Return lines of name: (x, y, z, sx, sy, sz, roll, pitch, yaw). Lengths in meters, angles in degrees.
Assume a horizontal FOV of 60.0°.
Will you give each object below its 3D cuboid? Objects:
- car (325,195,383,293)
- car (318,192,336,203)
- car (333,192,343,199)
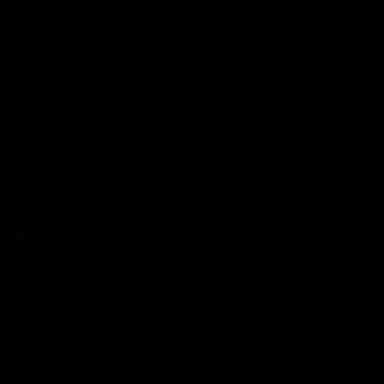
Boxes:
car: (5.434, 1.212, 8.652, 2.150, 2.045, 5.566, 0, 0, 7)
car: (26.516, 1.099, 65.851, 2.150, 2.045, 5.566, -1, 1, 33)
car: (35.828, 0.785, 81.520, 1.994, 1.385, 4.181, 0, 3, 28)
